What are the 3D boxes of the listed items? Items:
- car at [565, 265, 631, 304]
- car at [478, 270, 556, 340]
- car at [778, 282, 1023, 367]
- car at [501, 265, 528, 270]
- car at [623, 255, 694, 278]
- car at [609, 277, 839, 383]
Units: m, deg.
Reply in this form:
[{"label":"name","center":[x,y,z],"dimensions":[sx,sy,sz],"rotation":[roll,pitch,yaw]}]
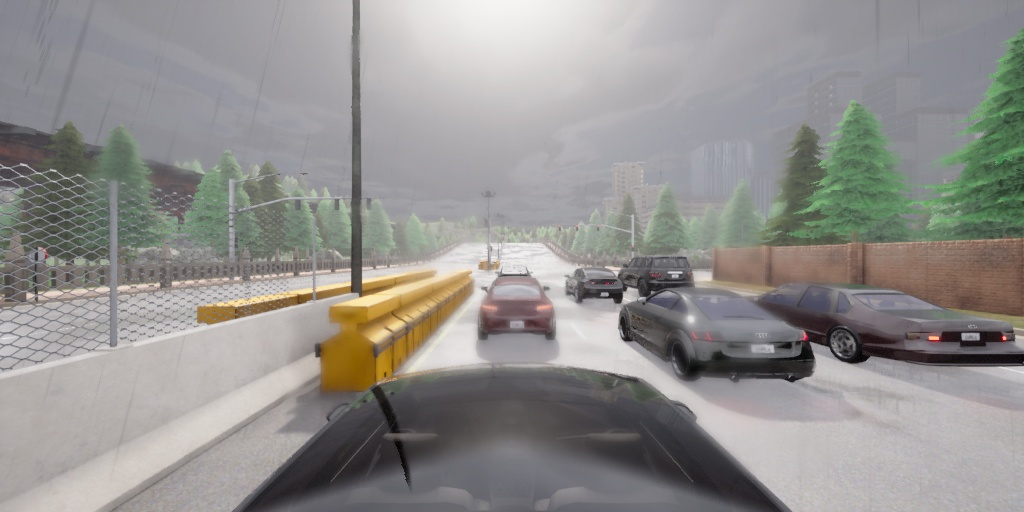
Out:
[{"label":"car","center":[3.616,1.255,16.371],"dimensions":[1.837,1.490,4.892],"rotation":[0,0,0]},{"label":"car","center":[0.110,1.276,9.834],"dimensions":[1.812,1.442,4.674],"rotation":[0,0,0]},{"label":"car","center":[7.108,1.297,8.068],"dimensions":[2.033,1.411,5.357],"rotation":[0,0,0]},{"label":"car","center":[0.120,1.241,19.079],"dimensions":[2.128,1.511,4.902],"rotation":[0,0,0]},{"label":"car","center":[7.118,0.972,18.310],"dimensions":[2.150,2.045,5.566],"rotation":[0,0,0]},{"label":"car","center":[3.611,1.314,7.204],"dimensions":[1.994,1.385,4.181],"rotation":[0,0,-1]}]
